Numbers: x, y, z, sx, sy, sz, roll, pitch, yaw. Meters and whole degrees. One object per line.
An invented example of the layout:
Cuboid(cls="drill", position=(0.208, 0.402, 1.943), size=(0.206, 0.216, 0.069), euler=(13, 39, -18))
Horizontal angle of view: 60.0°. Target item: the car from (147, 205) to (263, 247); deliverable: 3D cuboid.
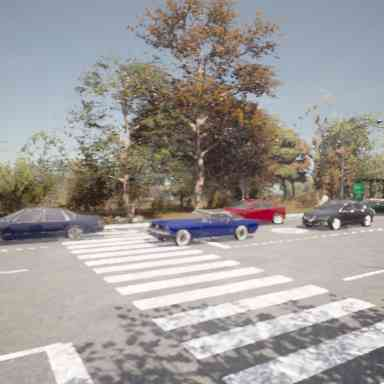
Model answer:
Cuboid(cls="car", position=(0.519, 1.427, 14.221), size=(4.718, 1.301, 1.895), euler=(0, 1, -31))

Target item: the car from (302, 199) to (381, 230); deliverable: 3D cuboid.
Cuboid(cls="car", position=(8.388, 1.262, 19.028), size=(4.892, 1.490, 1.837), euler=(-1, 1, -31))

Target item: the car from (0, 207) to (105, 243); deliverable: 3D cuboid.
Cuboid(cls="car", position=(-6.503, 1.350, 14.081), size=(5.357, 1.411, 2.033), euler=(0, 1, -31))

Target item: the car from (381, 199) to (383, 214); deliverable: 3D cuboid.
Cuboid(cls="car", position=(14.613, 1.217, 26.920), size=(4.718, 1.301, 1.895), euler=(-1, 1, -31))

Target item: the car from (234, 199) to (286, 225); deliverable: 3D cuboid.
Cuboid(cls="car", position=(3.486, 1.224, 20.131), size=(5.008, 1.535, 1.882), euler=(-1, 1, -31))
